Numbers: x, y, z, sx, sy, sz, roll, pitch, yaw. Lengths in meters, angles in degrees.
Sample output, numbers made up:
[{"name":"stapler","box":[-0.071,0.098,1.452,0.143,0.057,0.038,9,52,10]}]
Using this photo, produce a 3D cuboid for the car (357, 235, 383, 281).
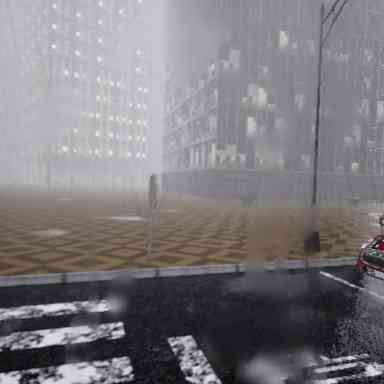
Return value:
[{"name":"car","box":[6.005,1.292,7.772,4.097,1.590,1.967,1,3,-17]}]
